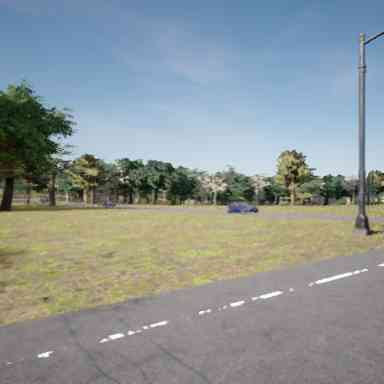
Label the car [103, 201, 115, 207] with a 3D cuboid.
[{"bbox_3d":[-19.272,2.774,77.010,2.033,1.411,5.357,2,-2,-28],"label":"car"}]

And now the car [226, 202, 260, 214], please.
[{"bbox_3d":[5.884,1.870,38.978,1.994,1.385,4.181,3,-3,-36],"label":"car"}]
